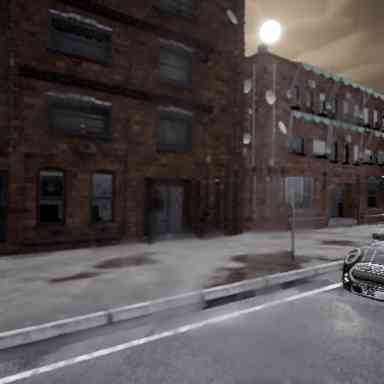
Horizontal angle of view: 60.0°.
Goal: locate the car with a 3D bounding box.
[{"bbox_3d":[5.425,1.373,7.546,4.553,1.767,2.097,0,0,-35],"label":"car"}]
